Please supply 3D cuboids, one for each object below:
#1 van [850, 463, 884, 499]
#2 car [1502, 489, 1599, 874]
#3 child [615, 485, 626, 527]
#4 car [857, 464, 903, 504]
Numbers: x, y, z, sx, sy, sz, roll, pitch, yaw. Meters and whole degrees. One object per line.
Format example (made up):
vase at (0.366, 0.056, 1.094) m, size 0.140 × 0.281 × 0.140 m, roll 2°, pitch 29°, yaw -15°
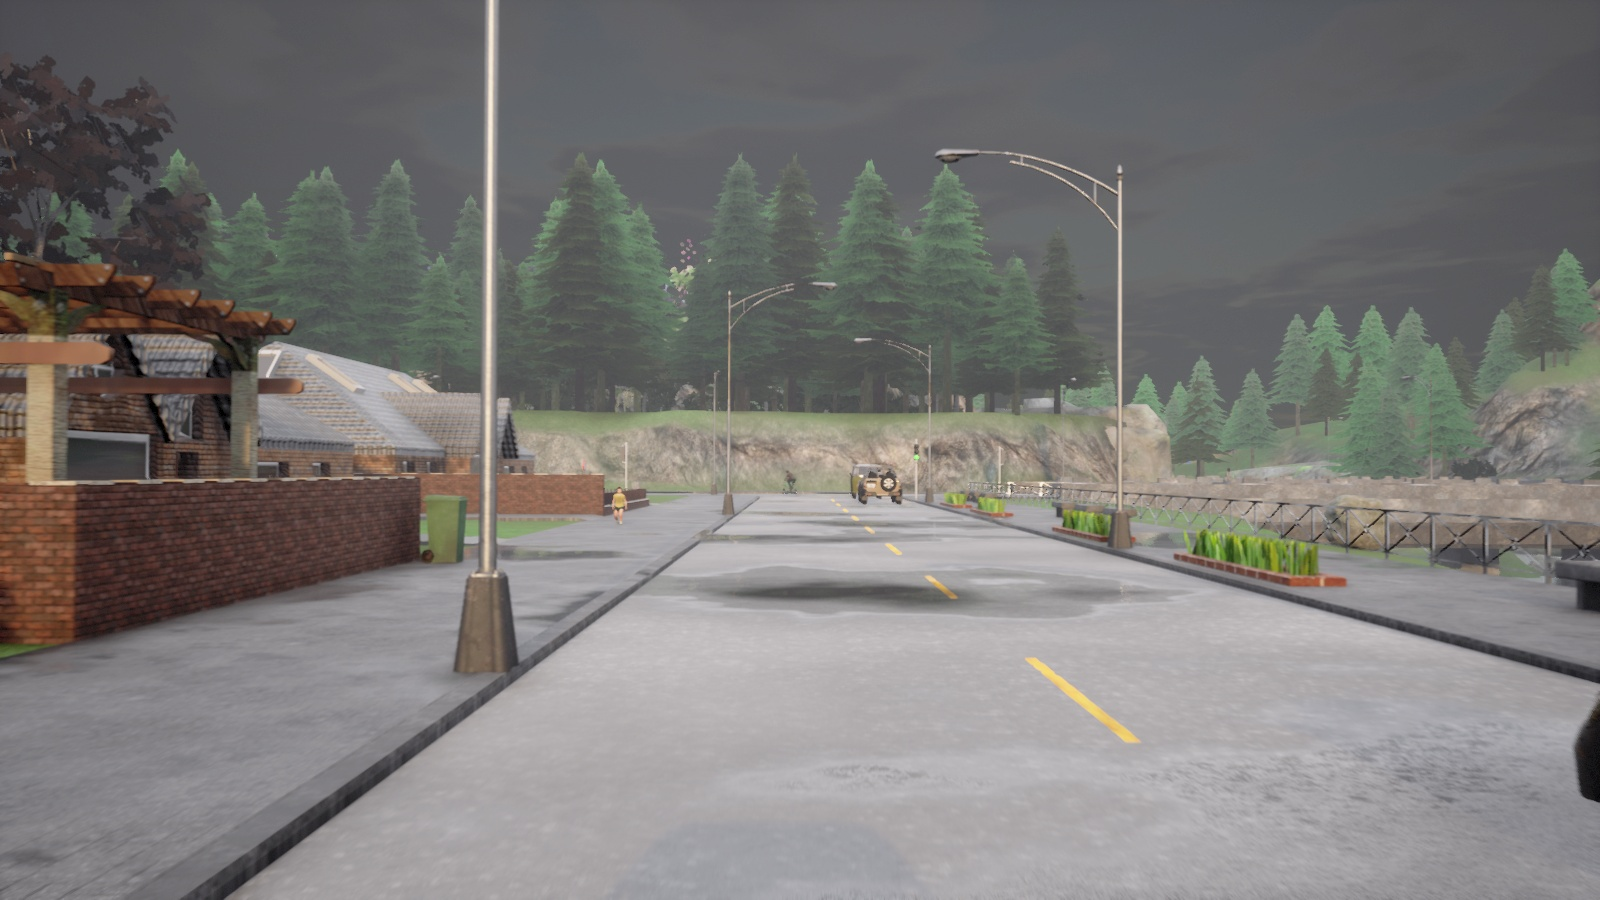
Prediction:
van at (3.845, 1.769, 72.727) m, size 1.775 × 1.987 × 4.442 m, roll 0°, pitch -1°, yaw 1°
car at (3.992, 0.869, 3.399) m, size 1.816 × 1.474 × 4.193 m, roll 0°, pitch -1°, yaw 0°
child at (-4.773, 1.482, 33.344) m, size 0.255 × 1.110 × 0.394 m, roll 0°, pitch -1°, yaw -3°
car at (3.853, 1.636, 60.930) m, size 1.932 × 1.855 × 4.605 m, roll 0°, pitch -1°, yaw 0°
